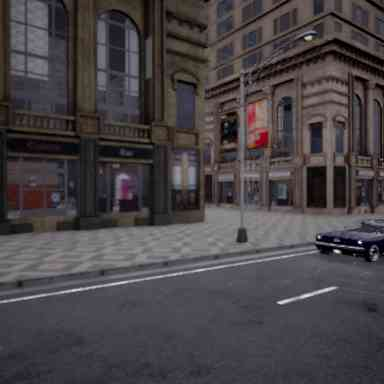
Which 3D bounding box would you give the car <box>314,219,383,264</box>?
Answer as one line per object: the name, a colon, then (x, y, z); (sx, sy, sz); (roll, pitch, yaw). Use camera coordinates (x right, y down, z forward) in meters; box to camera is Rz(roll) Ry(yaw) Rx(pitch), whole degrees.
car: (6.651, 1.696, 12.400); (4.718, 1.301, 1.895); (1, 0, -35)
